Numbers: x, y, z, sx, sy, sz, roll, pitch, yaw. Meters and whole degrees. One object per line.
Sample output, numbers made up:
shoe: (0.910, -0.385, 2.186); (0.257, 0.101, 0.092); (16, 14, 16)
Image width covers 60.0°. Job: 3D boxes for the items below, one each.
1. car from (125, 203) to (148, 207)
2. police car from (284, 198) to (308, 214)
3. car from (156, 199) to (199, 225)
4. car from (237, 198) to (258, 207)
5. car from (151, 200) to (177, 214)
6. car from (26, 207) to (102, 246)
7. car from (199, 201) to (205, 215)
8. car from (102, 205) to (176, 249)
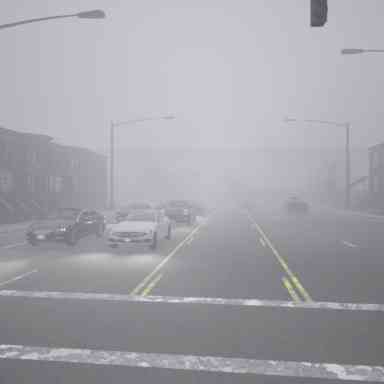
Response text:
car: (-4.281, 1.546, 25.953); (2.033, 1.411, 5.357); (0, 0, 7)
police car: (11.176, 1.425, 36.120); (1.930, 1.638, 5.238); (0, 0, 7)
car: (-0.969, 1.352, 24.157); (2.097, 1.767, 4.553); (0, 0, 7)
car: (8.333, 1.601, 50.500); (1.895, 1.301, 4.718); (0, 0, -8)
car: (-2.961, 1.601, 36.441); (1.895, 1.301, 4.718); (0, 0, 7)
car: (-5.579, 1.491, 15.361); (2.128, 1.511, 4.902); (0, 0, 7)
car: (0.265, 1.601, 34.068); (1.895, 1.301, 4.718); (0, 0, 7)
car: (-2.133, 1.526, 14.791); (1.812, 1.442, 4.674); (0, 0, 7)
